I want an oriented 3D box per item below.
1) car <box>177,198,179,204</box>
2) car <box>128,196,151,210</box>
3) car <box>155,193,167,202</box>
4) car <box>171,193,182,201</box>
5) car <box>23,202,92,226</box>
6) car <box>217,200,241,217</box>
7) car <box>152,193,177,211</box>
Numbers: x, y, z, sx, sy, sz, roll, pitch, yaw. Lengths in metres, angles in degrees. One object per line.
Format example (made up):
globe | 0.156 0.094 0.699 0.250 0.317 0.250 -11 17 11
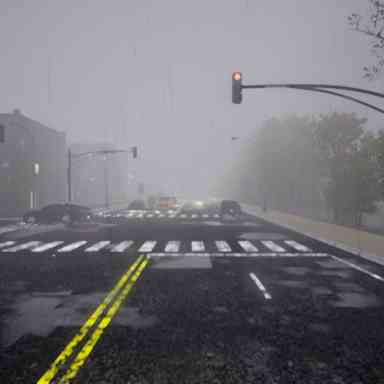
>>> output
car | -3.377 1.451 57.644 1.837 1.490 4.892 0 0 0
car | -6.607 1.524 41.050 1.994 1.385 4.181 0 0 0
car | -6.580 1.146 72.018 2.150 2.045 5.566 0 0 0
car | -3.333 1.072 73.044 2.128 1.511 4.902 0 0 0
car | -9.387 1.516 23.221 4.892 1.490 1.837 -2 -2 16
car | 3.361 1.447 30.795 1.882 1.535 5.008 0 0 0
car | -3.356 1.312 41.044 2.097 1.767 4.553 0 0 0
